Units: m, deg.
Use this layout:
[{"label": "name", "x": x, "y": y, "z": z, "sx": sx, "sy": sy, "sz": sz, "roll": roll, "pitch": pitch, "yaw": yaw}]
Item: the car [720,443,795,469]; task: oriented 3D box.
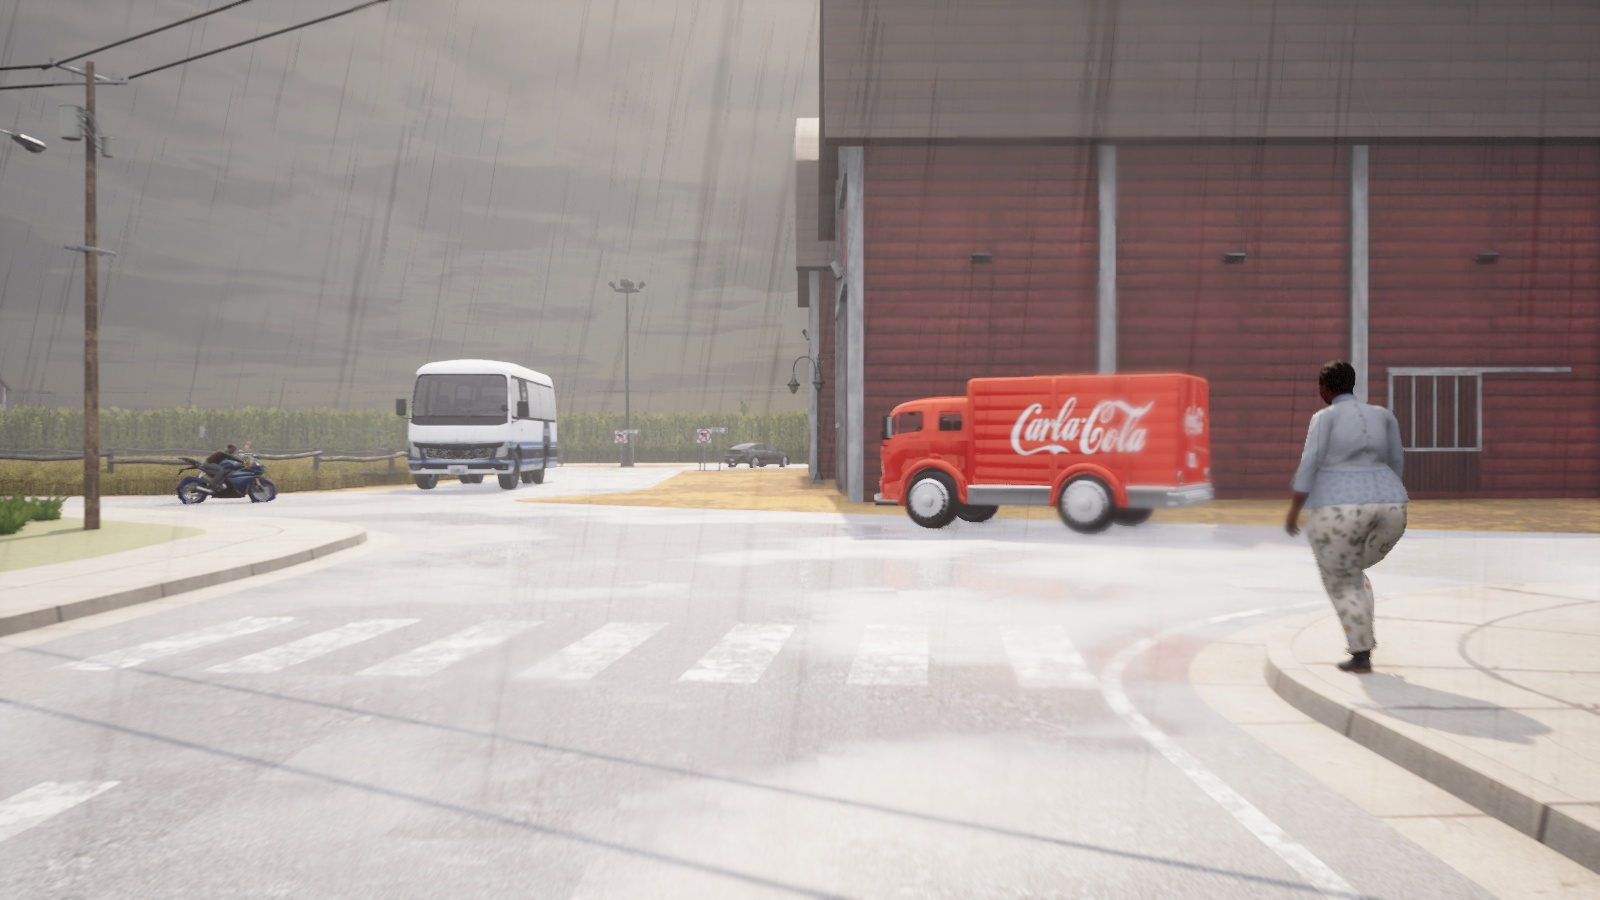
[{"label": "car", "x": -2.488, "y": 0.324, "z": 75.444, "sx": 1.837, "sy": 1.490, "sz": 4.892, "roll": 1, "pitch": 1, "yaw": 37}]

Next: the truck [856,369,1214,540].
[{"label": "truck", "x": 3.836, "y": 0.060, "z": 20.649, "sx": 5.204, "sy": 2.467, "sz": 2.627, "roll": 0, "pitch": 0, "yaw": 30}]

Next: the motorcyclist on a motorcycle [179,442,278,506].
[{"label": "motorcyclist on a motorcycle", "x": -13.991, "y": 0.584, "z": 30.812, "sx": 2.191, "sy": 1.530, "sz": 0.866, "roll": 0, "pitch": -1, "yaw": -23}]

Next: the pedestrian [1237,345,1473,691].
[{"label": "pedestrian", "x": 3.188, "y": 0.363, "z": 7.282, "sx": 0.874, "sy": 1.855, "sz": 0.900, "roll": 0, "pitch": 0, "yaw": -14}]

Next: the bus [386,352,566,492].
[{"label": "bus", "x": -10.856, "y": -0.884, "z": 43.496, "sx": 3.944, "sy": 4.253, "sz": 10.273, "roll": 0, "pitch": 0, "yaw": -2}]
